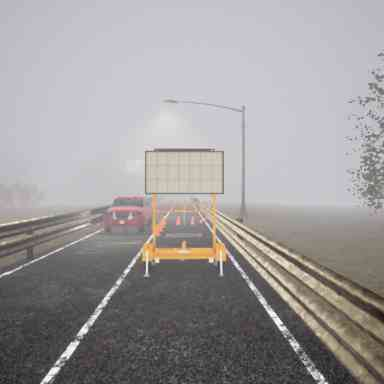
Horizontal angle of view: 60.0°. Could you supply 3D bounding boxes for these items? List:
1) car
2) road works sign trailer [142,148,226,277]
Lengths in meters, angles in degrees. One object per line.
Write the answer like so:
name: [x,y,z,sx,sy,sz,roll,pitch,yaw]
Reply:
car: [-3.741,1.229,20.187,2.150,2.045,5.566,0,0,-1]
road works sign trailer: [-0.236,0.468,10.284,2.380,3.560,2.880,0,0,-1]
